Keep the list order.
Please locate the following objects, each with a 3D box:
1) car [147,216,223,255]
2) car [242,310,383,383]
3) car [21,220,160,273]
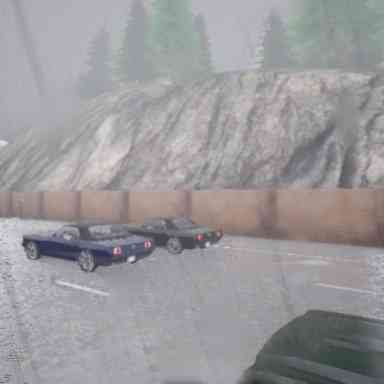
[{"bbox_3d":[-1.241,1.634,13.473,4.718,1.301,1.895,0,0,35],"label":"car"},{"bbox_3d":[2.672,1.597,2.085,4.718,1.301,1.895,0,0,35],"label":"car"},{"bbox_3d":[-3.541,1.635,10.820,4.718,1.301,1.895,0,0,36],"label":"car"}]
